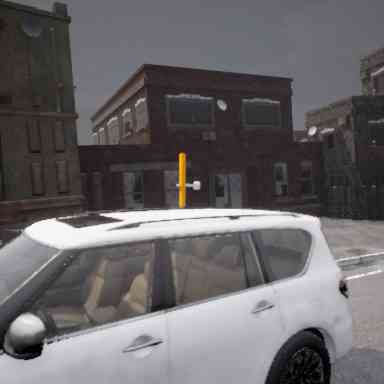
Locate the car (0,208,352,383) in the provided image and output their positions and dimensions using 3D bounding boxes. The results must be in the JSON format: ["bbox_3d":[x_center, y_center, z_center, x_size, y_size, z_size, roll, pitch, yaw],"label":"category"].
[{"bbox_3d":[-0.808,1.225,3.159,5.566,2.045,2.150,0,0,-33],"label":"car"}]

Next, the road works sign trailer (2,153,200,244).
[{"bbox_3d":[-1.131,0.651,5.947,3.560,2.880,2.380,-1,1,-44],"label":"road works sign trailer"}]
